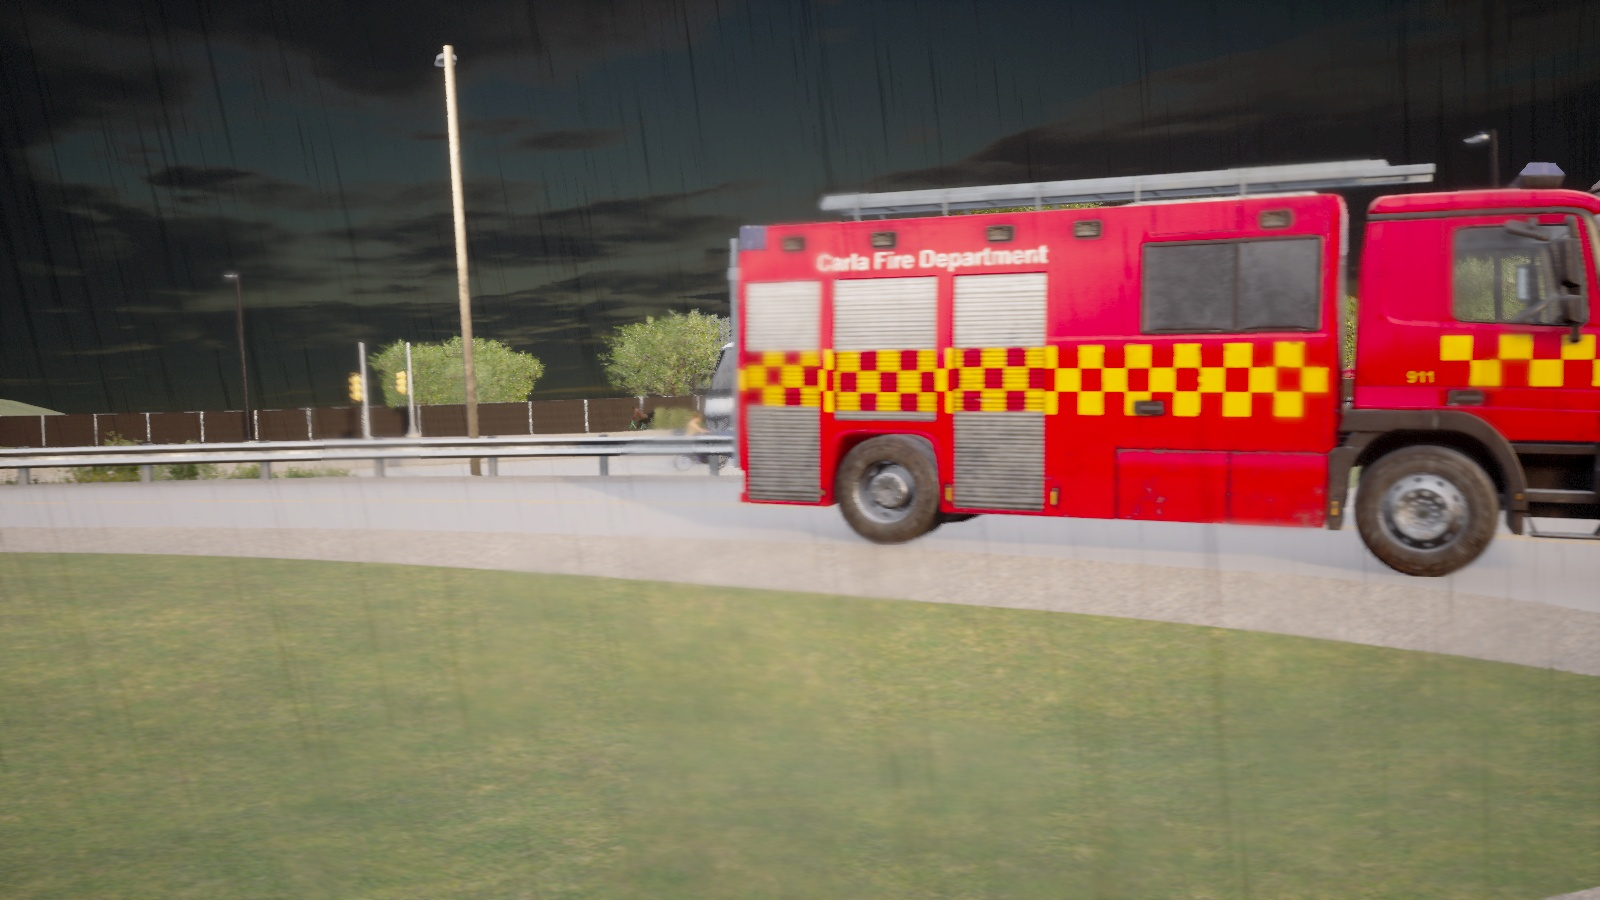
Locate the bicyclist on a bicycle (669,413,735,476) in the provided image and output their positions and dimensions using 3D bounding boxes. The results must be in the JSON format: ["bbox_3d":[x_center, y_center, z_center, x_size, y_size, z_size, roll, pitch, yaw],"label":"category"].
[{"bbox_3d":[-2.675,-0.162,34.188,1.509,1.612,0.866,-4,2,-21],"label":"bicyclist on a bicycle"}]

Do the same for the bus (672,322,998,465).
[{"bbox_3d":[1.210,-1.992,43.214,10.273,4.253,3.944,-4,2,-21],"label":"bus"}]

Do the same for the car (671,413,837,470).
[{"bbox_3d":[-1.404,-0.283,38.439,4.674,1.442,1.812,-4,2,-21],"label":"car"}]

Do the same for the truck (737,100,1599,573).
[{"bbox_3d":[3.831,-1.017,13.020,8.468,3.827,2.891,0,4,25],"label":"truck"}]
